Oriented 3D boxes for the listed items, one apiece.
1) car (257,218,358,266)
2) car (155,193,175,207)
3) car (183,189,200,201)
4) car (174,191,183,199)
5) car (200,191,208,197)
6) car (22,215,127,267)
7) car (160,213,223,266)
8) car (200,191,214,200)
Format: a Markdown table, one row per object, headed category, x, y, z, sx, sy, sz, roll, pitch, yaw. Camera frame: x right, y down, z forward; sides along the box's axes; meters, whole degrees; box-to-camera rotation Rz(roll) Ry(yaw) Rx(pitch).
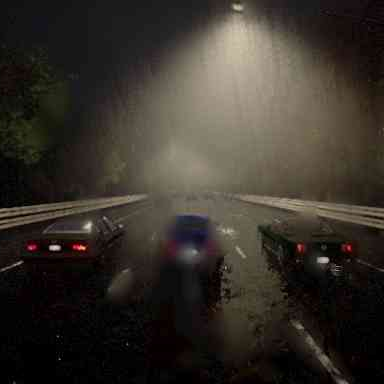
| category | x | y | z | sx | sy | sz | roll | pitch | yaw |
| --- | --- | --- | --- | --- | --- | --- | --- | --- | --- |
| car | 3.478 | 1.500 | 11.048 | 1.895 | 1.301 | 4.718 | 0 | 0 | 0 |
| car | -3.565 | 1.159 | 42.103 | 1.812 | 1.442 | 4.674 | 0 | 1 | 0 |
| car | -0.094 | 0.769 | 63.988 | 2.097 | 1.767 | 4.553 | 0 | 1 | 0 |
| car | -3.614 | 0.763 | 78.148 | 1.882 | 1.535 | 5.008 | 0 | 1 | 0 |
| car | 3.363 | 0.632 | 94.429 | 2.128 | 1.511 | 4.902 | 0 | 1 | 0 |
| car | -3.522 | 1.459 | 11.036 | 2.033 | 1.411 | 5.357 | 0 | 0 | 0 |
| car | -0.021 | 1.431 | 11.043 | 1.812 | 1.442 | 4.674 | 0 | 0 | 0 |
| car | 3.396 | 0.705 | 70.251 | 2.097 | 1.767 | 4.553 | 0 | 1 | 0 |
